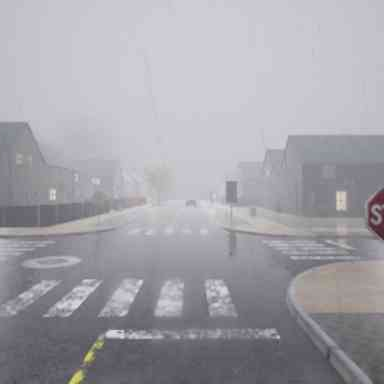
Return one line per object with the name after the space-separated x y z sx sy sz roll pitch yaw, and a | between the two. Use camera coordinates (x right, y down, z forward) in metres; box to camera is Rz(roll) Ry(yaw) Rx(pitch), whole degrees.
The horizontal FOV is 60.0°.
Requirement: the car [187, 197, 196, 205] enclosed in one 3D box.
-0.126 1.811 67.344 1.882 1.535 5.008 0 0 0 | car

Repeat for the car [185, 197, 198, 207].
-0.108 1.740 56.925 2.128 1.511 4.902 0 0 0 | car
